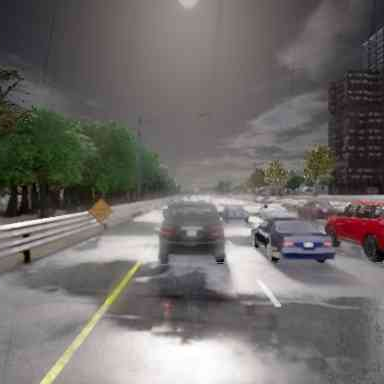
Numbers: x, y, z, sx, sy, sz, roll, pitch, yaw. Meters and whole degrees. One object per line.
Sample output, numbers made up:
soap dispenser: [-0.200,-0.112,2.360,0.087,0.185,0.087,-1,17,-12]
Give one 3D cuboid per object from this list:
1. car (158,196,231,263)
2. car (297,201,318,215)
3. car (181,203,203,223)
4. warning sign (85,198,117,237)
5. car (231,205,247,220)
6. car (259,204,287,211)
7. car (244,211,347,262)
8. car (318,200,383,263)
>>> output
car: [0.011,1.331,12.581,2.150,2.045,5.566,0,0,0]
car: [10.524,1.556,28.407,2.097,1.767,4.553,0,0,0]
car: [0.027,1.732,28.887,1.812,1.442,4.674,0,0,0]
warning sign: [-4.540,1.251,16.609,1.300,1.860,1.060,0,0,0]
car: [3.516,1.748,27.516,2.033,1.411,5.357,0,0,0]
car: [7.027,1.732,28.885,1.812,1.442,4.674,0,0,0]
car: [3.511,1.653,12.516,2.033,1.411,5.357,0,0,0]
car: [7.012,1.331,12.586,2.150,2.045,5.566,0,0,0]
